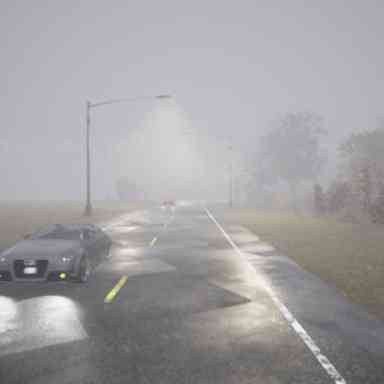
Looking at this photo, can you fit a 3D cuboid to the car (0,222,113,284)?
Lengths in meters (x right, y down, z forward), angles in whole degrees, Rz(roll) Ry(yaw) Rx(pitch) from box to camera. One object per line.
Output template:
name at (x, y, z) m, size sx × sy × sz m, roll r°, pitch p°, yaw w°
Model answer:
car at (-3.600, 1.554, 9.400) m, size 1.994 × 1.385 × 4.181 m, roll 0°, pitch 0°, yaw 0°

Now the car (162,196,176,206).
car at (-3.566, 1.393, 51.734) m, size 1.882 × 1.535 × 5.008 m, roll 0°, pitch 0°, yaw 0°
